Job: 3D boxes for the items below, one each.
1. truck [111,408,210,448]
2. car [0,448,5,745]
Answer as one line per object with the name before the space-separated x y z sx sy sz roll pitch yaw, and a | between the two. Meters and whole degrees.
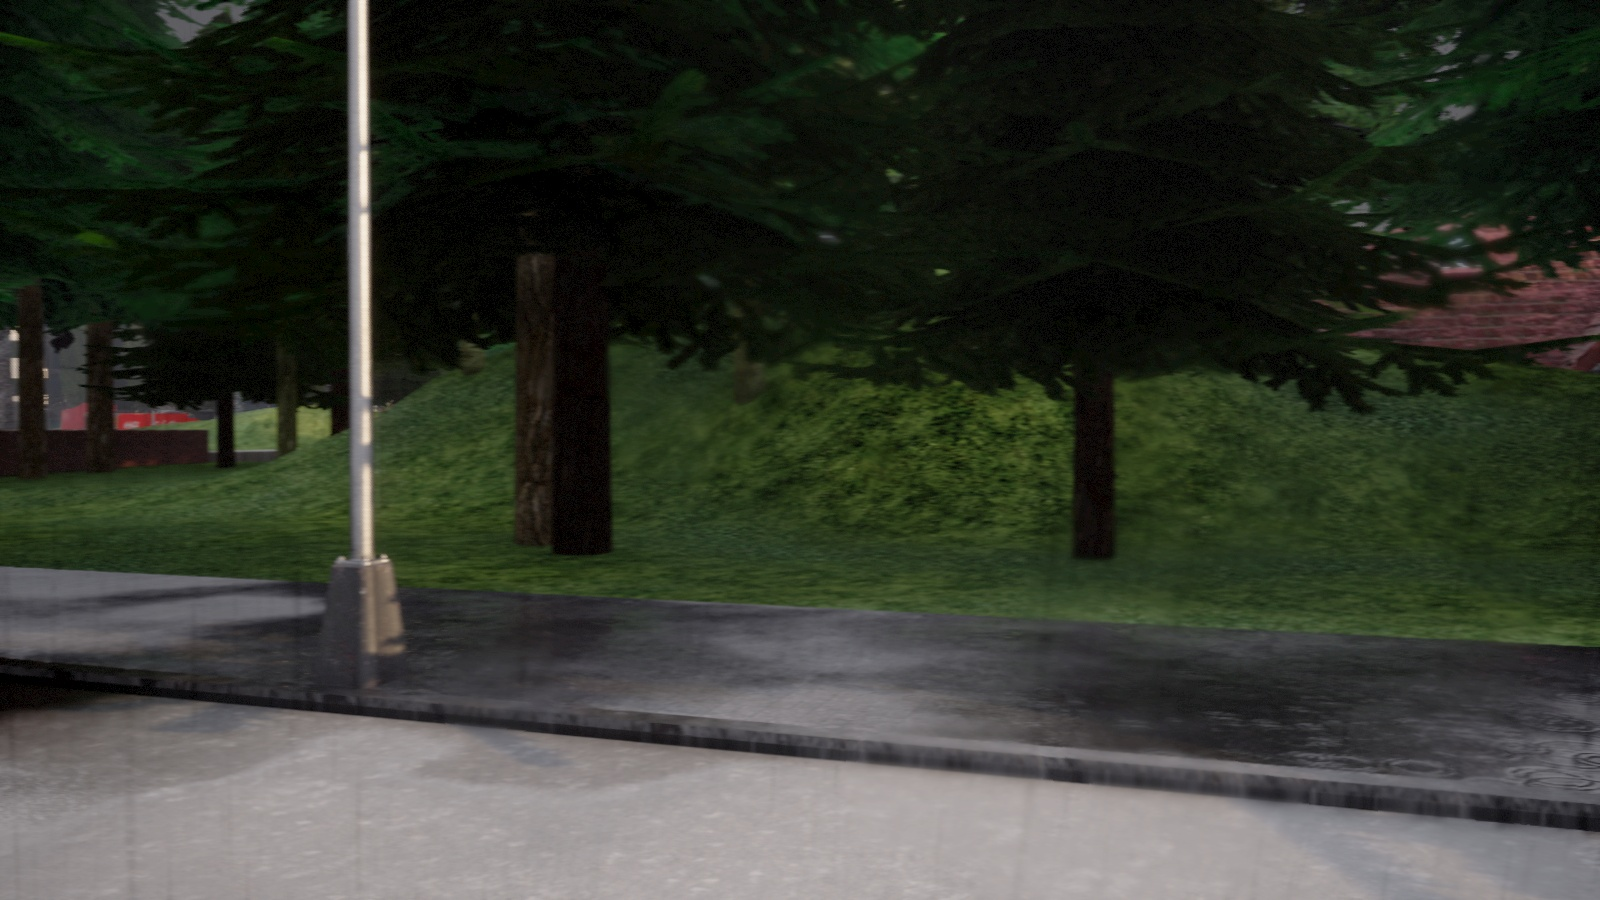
truck | -40.653 -1.388 79.942 2.627 2.467 5.204 1 1 21
car | -6.375 0.698 6.042 4.674 1.442 1.812 1 1 20
